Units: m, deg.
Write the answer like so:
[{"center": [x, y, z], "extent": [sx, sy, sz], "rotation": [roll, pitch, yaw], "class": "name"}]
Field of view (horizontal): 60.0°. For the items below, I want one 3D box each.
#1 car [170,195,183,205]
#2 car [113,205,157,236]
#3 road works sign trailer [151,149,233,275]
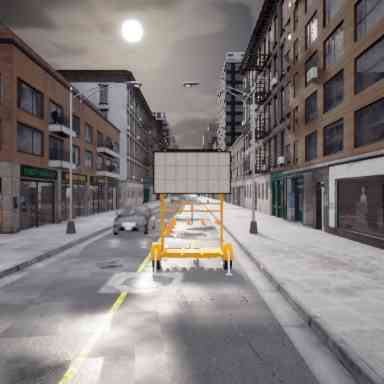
[{"center": [-3.040, 1.598, 61.533], "extent": [1.812, 1.442, 4.674], "rotation": [0, 0, 0], "class": "car"}, {"center": [-3.092, 1.499, 18.635], "extent": [2.128, 1.511, 4.902], "rotation": [0, 0, 0], "class": "car"}, {"center": [0.004, 0.467, 10.393], "extent": [2.380, 3.560, 2.880], "rotation": [0, 0, 0], "class": "road works sign trailer"}]
